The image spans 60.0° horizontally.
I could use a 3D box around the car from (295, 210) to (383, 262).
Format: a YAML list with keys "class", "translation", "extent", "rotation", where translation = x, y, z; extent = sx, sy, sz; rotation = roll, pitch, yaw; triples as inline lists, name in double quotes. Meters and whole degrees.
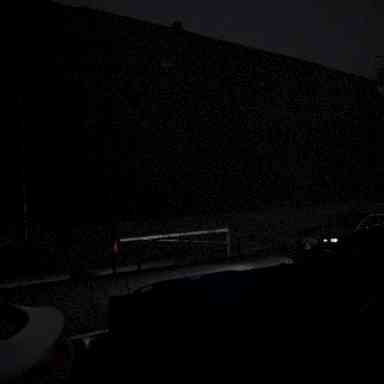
- class: "car"
  translation: [5.883, 1.450, 12.026]
  extent: [4.902, 1.511, 2.128]
  rotation: [-2, 1, -29]

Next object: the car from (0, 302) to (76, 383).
- class: "car"
  translation: [-3.512, 1.786, 2.976]
  extent: [4.674, 1.452, 2.002]
  rotation: [1, 2, -27]
